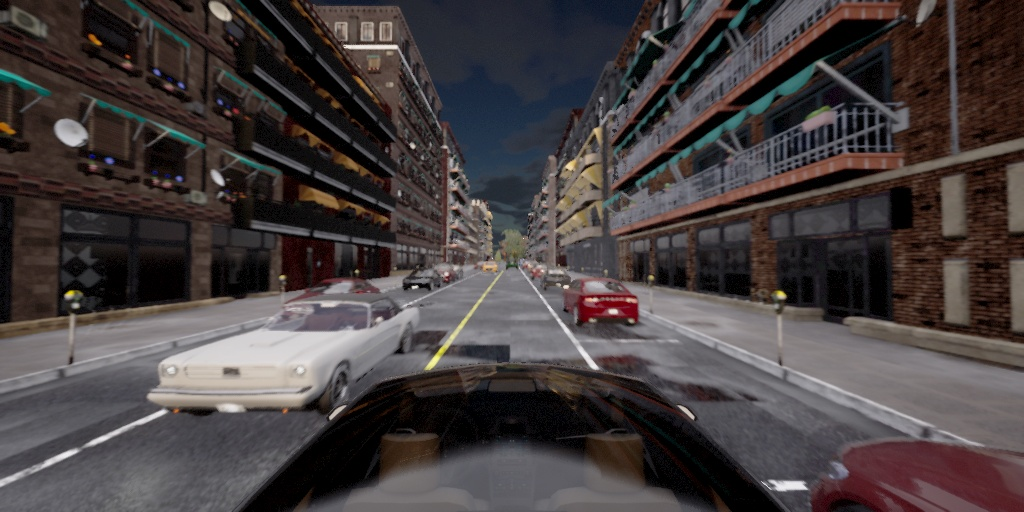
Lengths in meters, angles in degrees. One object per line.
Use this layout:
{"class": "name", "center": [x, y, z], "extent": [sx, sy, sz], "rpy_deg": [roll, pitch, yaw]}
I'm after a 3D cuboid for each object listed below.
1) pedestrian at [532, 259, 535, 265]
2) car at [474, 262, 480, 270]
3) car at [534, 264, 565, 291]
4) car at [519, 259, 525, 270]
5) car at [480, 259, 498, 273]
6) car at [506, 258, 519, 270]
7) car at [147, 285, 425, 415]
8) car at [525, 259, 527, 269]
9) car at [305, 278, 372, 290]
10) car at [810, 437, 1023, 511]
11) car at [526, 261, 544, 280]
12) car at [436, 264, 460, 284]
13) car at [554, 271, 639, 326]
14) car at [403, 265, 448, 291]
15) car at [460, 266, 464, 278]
{"class": "pedestrian", "center": [3.030, 1.375, 51.193], "extent": [0.375, 1.860, 0.375], "rpy_deg": [1, -1, -3]}
{"class": "car", "center": [-5.653, 1.701, 62.794], "extent": [1.888, 1.381, 4.507], "rpy_deg": [0, 0, 0]}
{"class": "car", "center": [2.703, 1.442, 23.117], "extent": [2.007, 1.370, 4.403], "rpy_deg": [0, 0, 0]}
{"class": "car", "center": [2.728, 1.599, 62.748], "extent": [1.967, 1.591, 4.097], "rpy_deg": [0, 0, 0]}
{"class": "car", "center": [-3.026, 1.550, 50.352], "extent": [1.882, 1.535, 5.008], "rpy_deg": [0, 0, 1]}
{"class": "car", "center": [0.041, 1.409, 63.612], "extent": [2.150, 2.045, 5.566], "rpy_deg": [0, -1, 1]}
{"class": "car", "center": [-3.087, 1.379, 6.151], "extent": [1.895, 1.301, 4.718], "rpy_deg": [0, 0, 0]}
{"class": "car", "center": [3.028, 1.516, 48.185], "extent": [1.801, 1.575, 5.366], "rpy_deg": [0, 0, 0]}
{"class": "car", "center": [-5.685, 1.397, 11.840], "extent": [1.802, 1.307, 4.207], "rpy_deg": [0, 0, 0]}
{"class": "car", "center": [2.692, 1.325, 0.473], "extent": [1.802, 1.307, 4.207], "rpy_deg": [0, 0, 0]}
{"class": "car", "center": [2.710, 1.407, 34.439], "extent": [1.967, 1.591, 4.097], "rpy_deg": [0, 0, 0]}
{"class": "car", "center": [-5.674, 1.366, 28.825], "extent": [1.967, 1.591, 4.097], "rpy_deg": [0, 0, 0]}
{"class": "car", "center": [2.696, 1.362, 11.794], "extent": [1.888, 1.381, 4.507], "rpy_deg": [0, 0, 0]}
{"class": "car", "center": [-5.678, 1.455, 23.163], "extent": [1.948, 1.339, 4.313], "rpy_deg": [0, 0, 0]}
{"class": "car", "center": [-5.671, 1.515, 34.485], "extent": [2.007, 1.370, 4.403], "rpy_deg": [0, 0, 0]}
